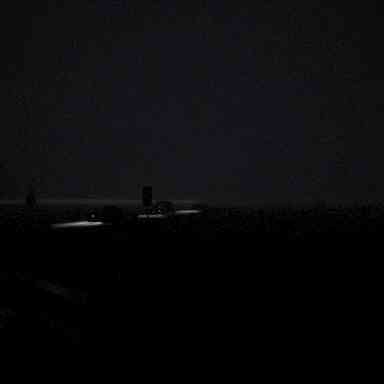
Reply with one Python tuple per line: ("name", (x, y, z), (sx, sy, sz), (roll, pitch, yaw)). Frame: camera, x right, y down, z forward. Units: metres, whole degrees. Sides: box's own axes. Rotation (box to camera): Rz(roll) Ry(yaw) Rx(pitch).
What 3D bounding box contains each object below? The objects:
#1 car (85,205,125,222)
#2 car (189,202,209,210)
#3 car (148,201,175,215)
("car", (-7.846, 1.912, 30.357), (1.994, 1.385, 4.181), (-1, -1, 19))
("car", (1.232, 2.350, 54.958), (1.895, 1.301, 4.718), (-1, -1, 22))
("car", (-3.830, 1.879, 41.758), (2.097, 1.767, 4.553), (-1, -1, 20))
